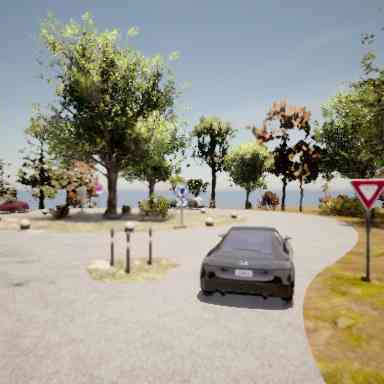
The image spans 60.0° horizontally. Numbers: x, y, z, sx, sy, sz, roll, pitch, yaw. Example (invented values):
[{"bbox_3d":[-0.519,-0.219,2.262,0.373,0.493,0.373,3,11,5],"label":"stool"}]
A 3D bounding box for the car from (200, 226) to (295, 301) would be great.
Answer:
[{"bbox_3d":[1.551,1.550,8.447,1.994,1.385,4.181,0,0,15],"label":"car"}]

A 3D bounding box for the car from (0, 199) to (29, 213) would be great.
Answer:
[{"bbox_3d":[-18.848,1.467,33.565,1.812,1.442,4.674,-1,0,26],"label":"car"}]

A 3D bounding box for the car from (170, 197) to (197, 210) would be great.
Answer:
[{"bbox_3d":[-1.732,1.423,41.651,4.902,1.511,2.128,0,0,22],"label":"car"}]
